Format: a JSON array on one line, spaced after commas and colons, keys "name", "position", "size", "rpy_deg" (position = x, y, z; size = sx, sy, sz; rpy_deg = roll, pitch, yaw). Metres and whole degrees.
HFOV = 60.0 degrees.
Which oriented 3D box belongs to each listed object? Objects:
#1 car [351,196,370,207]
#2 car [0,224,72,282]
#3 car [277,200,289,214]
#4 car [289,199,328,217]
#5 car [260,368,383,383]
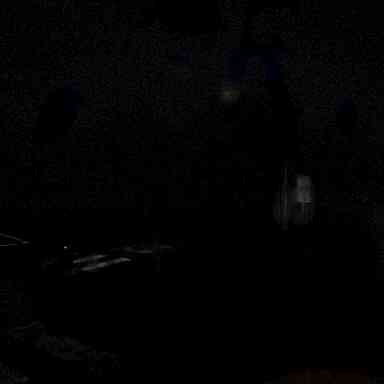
[{"name": "car", "position": [25.644, 1.329, 50.549], "size": [2.097, 1.767, 4.553], "rpy_deg": [-1, -1, 36]}, {"name": "car", "position": [-5.256, 1.551, 7.827], "size": [2.128, 1.511, 4.902], "rpy_deg": [0, 1, 36]}, {"name": "car", "position": [10.690, 1.495, 34.895], "size": [2.033, 1.411, 5.357], "rpy_deg": [-1, 0, 36]}, {"name": "car", "position": [10.780, 1.400, 30.006], "size": [1.882, 1.535, 5.008], "rpy_deg": [-1, 0, 36]}, {"name": "car", "position": [2.246, 1.511, 1.203], "size": [4.829, 1.417, 1.752], "rpy_deg": [-1, 0, 36]}]
